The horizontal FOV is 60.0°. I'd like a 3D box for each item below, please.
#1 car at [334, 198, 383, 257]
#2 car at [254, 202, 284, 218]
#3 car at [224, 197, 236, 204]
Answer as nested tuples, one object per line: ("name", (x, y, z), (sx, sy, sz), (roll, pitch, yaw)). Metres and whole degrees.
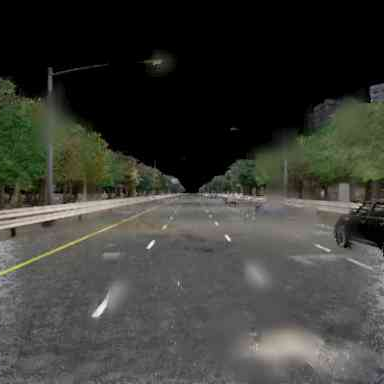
("car", (7.001, 1.222, 11.490), (2.150, 2.045, 5.566), (0, 0, 0))
("car", (6.999, 1.569, 30.457), (1.994, 1.385, 4.181), (0, 0, 0))
("car", (7.003, 1.561, 61.684), (2.033, 1.411, 5.357), (0, 0, 0))
